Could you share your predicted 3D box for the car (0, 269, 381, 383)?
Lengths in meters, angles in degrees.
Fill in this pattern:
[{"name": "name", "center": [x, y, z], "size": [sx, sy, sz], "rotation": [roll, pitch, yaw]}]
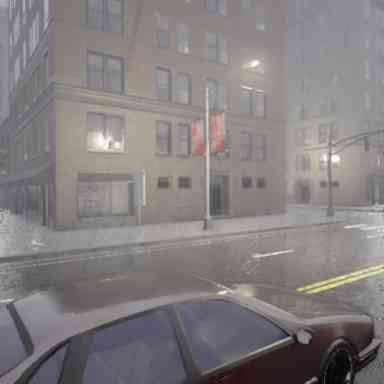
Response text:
[{"name": "car", "center": [-0.364, 1.531, 3.169], "size": [5.357, 1.411, 2.033], "rotation": [-1, 0, -35]}]
